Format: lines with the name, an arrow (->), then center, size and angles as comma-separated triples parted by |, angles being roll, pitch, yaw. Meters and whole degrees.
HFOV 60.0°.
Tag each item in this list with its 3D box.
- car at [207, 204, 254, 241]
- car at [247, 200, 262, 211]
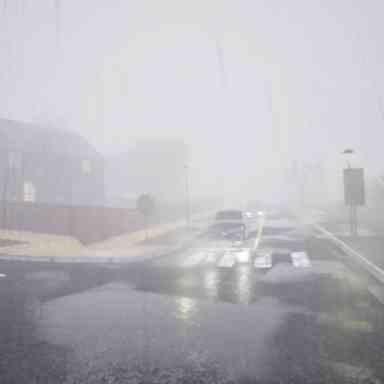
car -> 2.008, 1.630, 17.281 | 1.837, 1.490, 4.892 | -2, 0, 13
car -> 7.901, 1.642, 42.151 | 1.895, 1.301, 4.718 | -2, 0, 13
